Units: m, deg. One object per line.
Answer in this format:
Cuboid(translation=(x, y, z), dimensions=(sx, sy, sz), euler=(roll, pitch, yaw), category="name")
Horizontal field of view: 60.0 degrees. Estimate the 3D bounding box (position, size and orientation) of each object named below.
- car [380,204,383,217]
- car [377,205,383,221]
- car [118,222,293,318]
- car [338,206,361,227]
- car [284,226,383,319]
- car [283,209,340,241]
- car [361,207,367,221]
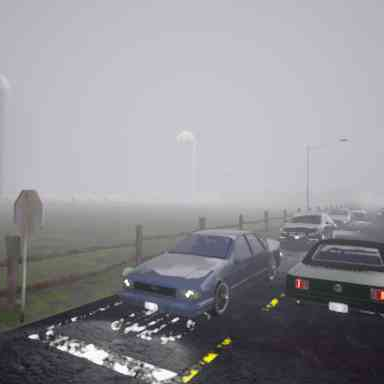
Cuboid(translation=(24.908, 2.273, 41.949), dimensions=(1.837, 1.490, 4.892), euler=(0, -1, 32), category="car")
Cuboid(translation=(19.636, 2.152, 33.325), dimensions=(2.033, 1.411, 5.357), euler=(0, -1, 32), category="car")
Cuboid(translation=(0.668, 1.658, 8.116), dimensions=(2.033, 1.411, 5.357), euler=(0, -1, 31), category="car")
Cuboid(translation=(11.118, 1.976, 25.036), dimensions=(2.033, 1.411, 5.357), euler=(0, -1, 31), category="car")
Cuboid(translation=(3.675, 1.720, 7.573), dimensions=(1.895, 1.301, 4.718), euler=(0, -1, 32), category="car")
Cuboid(translation=(5.837, 1.772, 16.493), dimensions=(1.837, 1.490, 4.892), euler=(0, -1, 32), category="car")
Cuboid(translation=(16.618, 2.159, 33.861), dimensions=(1.994, 1.385, 4.181), euler=(0, -1, 32), category="car")
